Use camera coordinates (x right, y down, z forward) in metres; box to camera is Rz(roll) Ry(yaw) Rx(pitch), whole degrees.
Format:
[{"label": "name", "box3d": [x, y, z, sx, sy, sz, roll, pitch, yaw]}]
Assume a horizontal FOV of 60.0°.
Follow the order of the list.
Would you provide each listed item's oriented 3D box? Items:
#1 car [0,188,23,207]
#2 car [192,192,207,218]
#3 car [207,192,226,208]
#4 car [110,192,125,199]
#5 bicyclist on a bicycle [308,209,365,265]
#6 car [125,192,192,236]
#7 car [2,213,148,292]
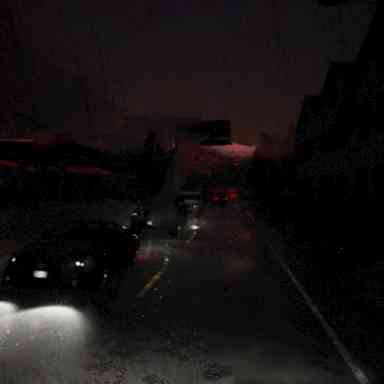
[{"label": "car", "box3d": [-18.815, 0.495, 33.497, 1.905, 1.878, 3.866, 2, 0, 7]}, {"label": "car", "box3d": [-0.201, 1.011, 28.547, 2.150, 2.045, 5.566, 2, 0, 6]}, {"label": "car", "box3d": [2.382, 1.061, 46.240, 2.150, 2.045, 5.566, 3, -1, -38]}, {"label": "car", "box3d": [-14.214, 0.785, 67.191, 4.611, 1.667, 2.242, 2, 0, 7]}, {"label": "bicyclist on a bicycle", "box3d": [4.345, 1.354, 9.971, 1.656, 1.620, 0.582, 2, 0, 7]}, {"label": "car", "box3d": [-1.571, 1.049, 17.912, 2.150, 2.045, 5.566, 2, 0, 7]}, {"label": "car", "box3d": [-2.742, 1.427, 8.517, 1.994, 1.385, 4.181, 2, 0, 7]}]
